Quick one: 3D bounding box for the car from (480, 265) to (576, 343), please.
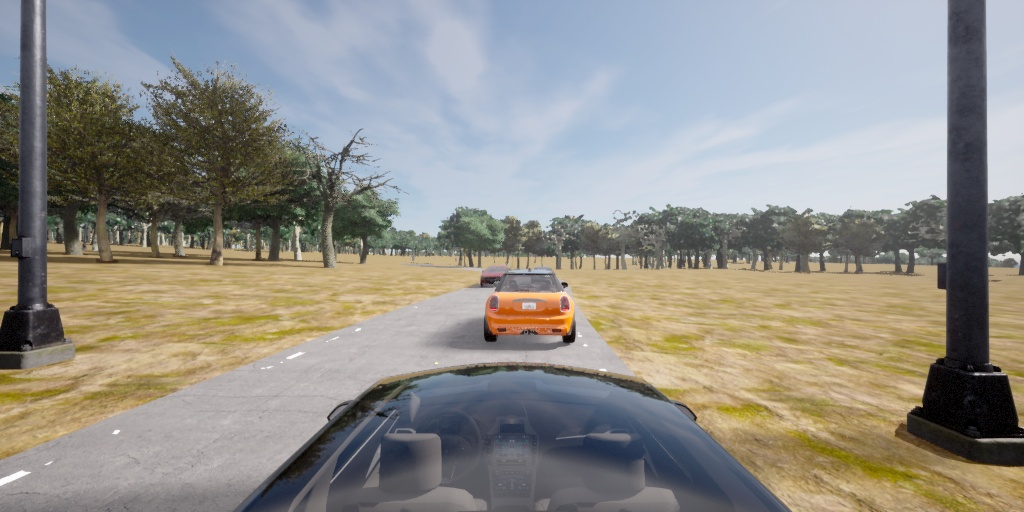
[{"bbox_3d":[0.520,1.130,9.991,2.097,1.767,4.553,0,0,4],"label":"car"}]

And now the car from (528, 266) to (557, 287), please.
[{"bbox_3d":[2.429,1.530,28.206,2.033,1.411,5.357,0,-1,5],"label":"car"}]

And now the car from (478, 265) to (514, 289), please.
[{"bbox_3d":[-1.059,1.436,26.281,1.882,1.535,5.008,0,-1,6],"label":"car"}]
